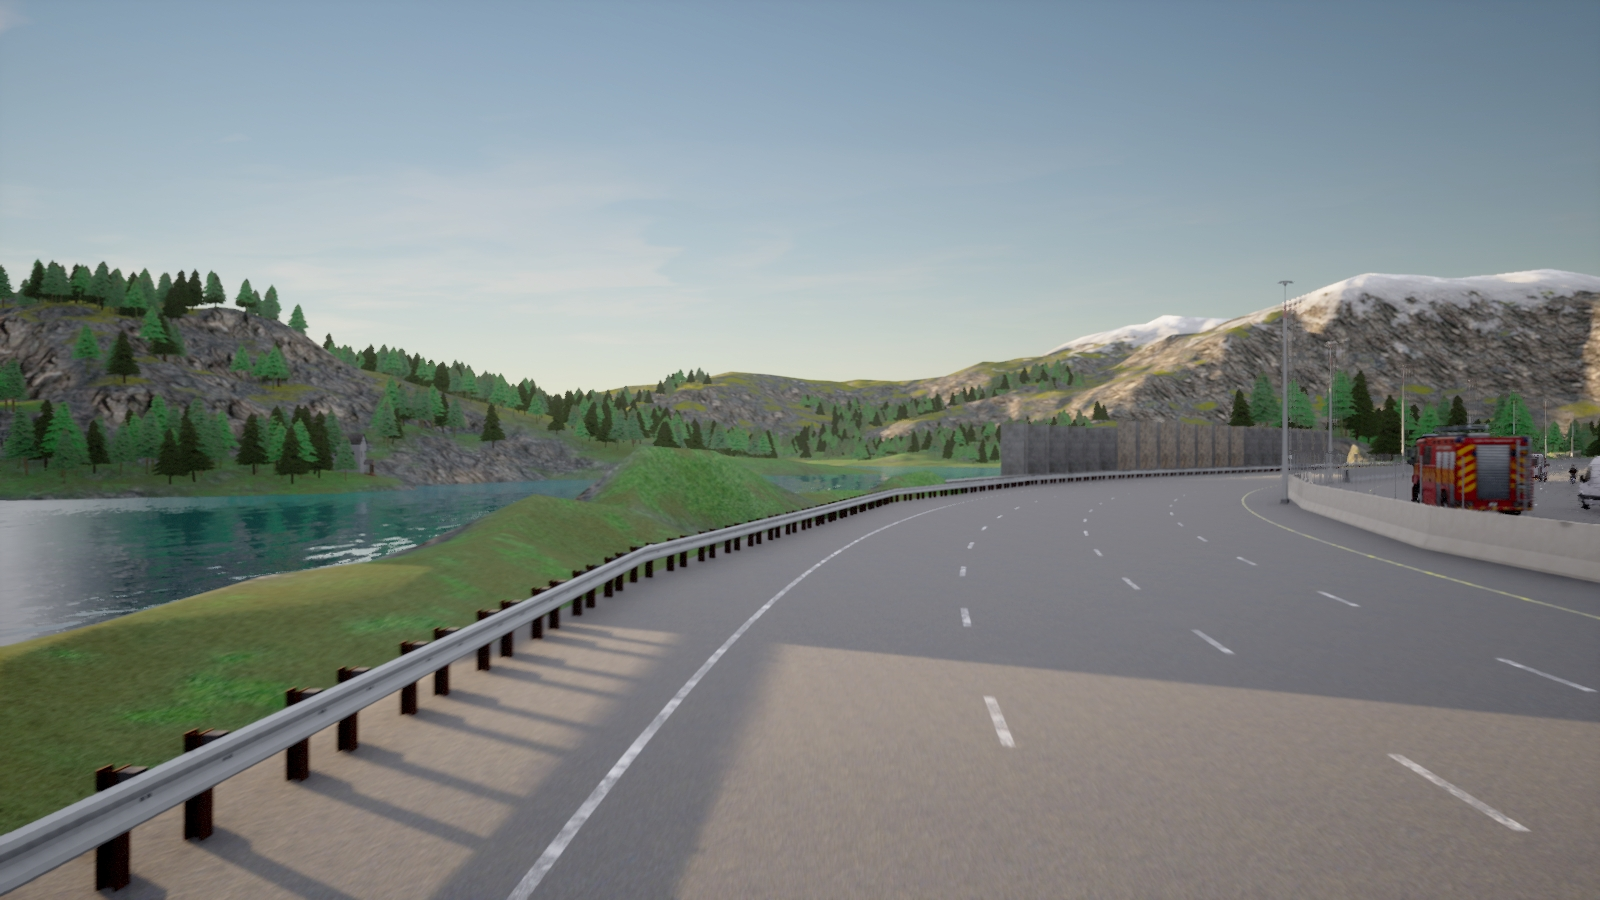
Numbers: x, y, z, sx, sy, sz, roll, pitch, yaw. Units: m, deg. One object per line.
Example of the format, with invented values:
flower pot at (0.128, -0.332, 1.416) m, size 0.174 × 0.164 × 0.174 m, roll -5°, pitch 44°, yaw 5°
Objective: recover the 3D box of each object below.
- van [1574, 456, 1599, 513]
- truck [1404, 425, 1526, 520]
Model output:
van at (37.402, 1.551, 52.179) m, size 1.988 × 2.561 × 5.915 m, roll 0°, pitch 0°, yaw 20°
truck at (29.156, 0.901, 50.505) m, size 2.891 × 3.827 × 8.468 m, roll 0°, pitch 0°, yaw 18°
